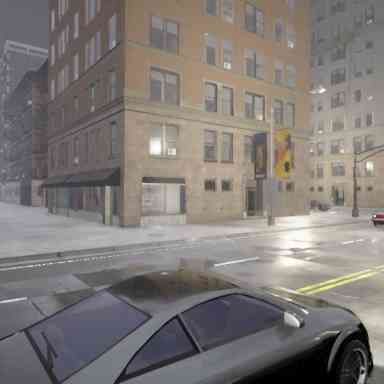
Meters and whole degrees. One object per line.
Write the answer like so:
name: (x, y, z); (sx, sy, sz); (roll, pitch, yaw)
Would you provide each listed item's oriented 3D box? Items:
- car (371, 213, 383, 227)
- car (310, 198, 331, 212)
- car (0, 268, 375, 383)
car: (13.664, 1.605, 21.735); (4.718, 1.301, 1.895); (0, 0, -37)
car: (13.659, 1.484, 38.603); (1.837, 1.490, 4.892); (0, 0, -36)
car: (0.109, 1.564, 3.536); (4.181, 1.385, 1.994); (0, 0, -36)
